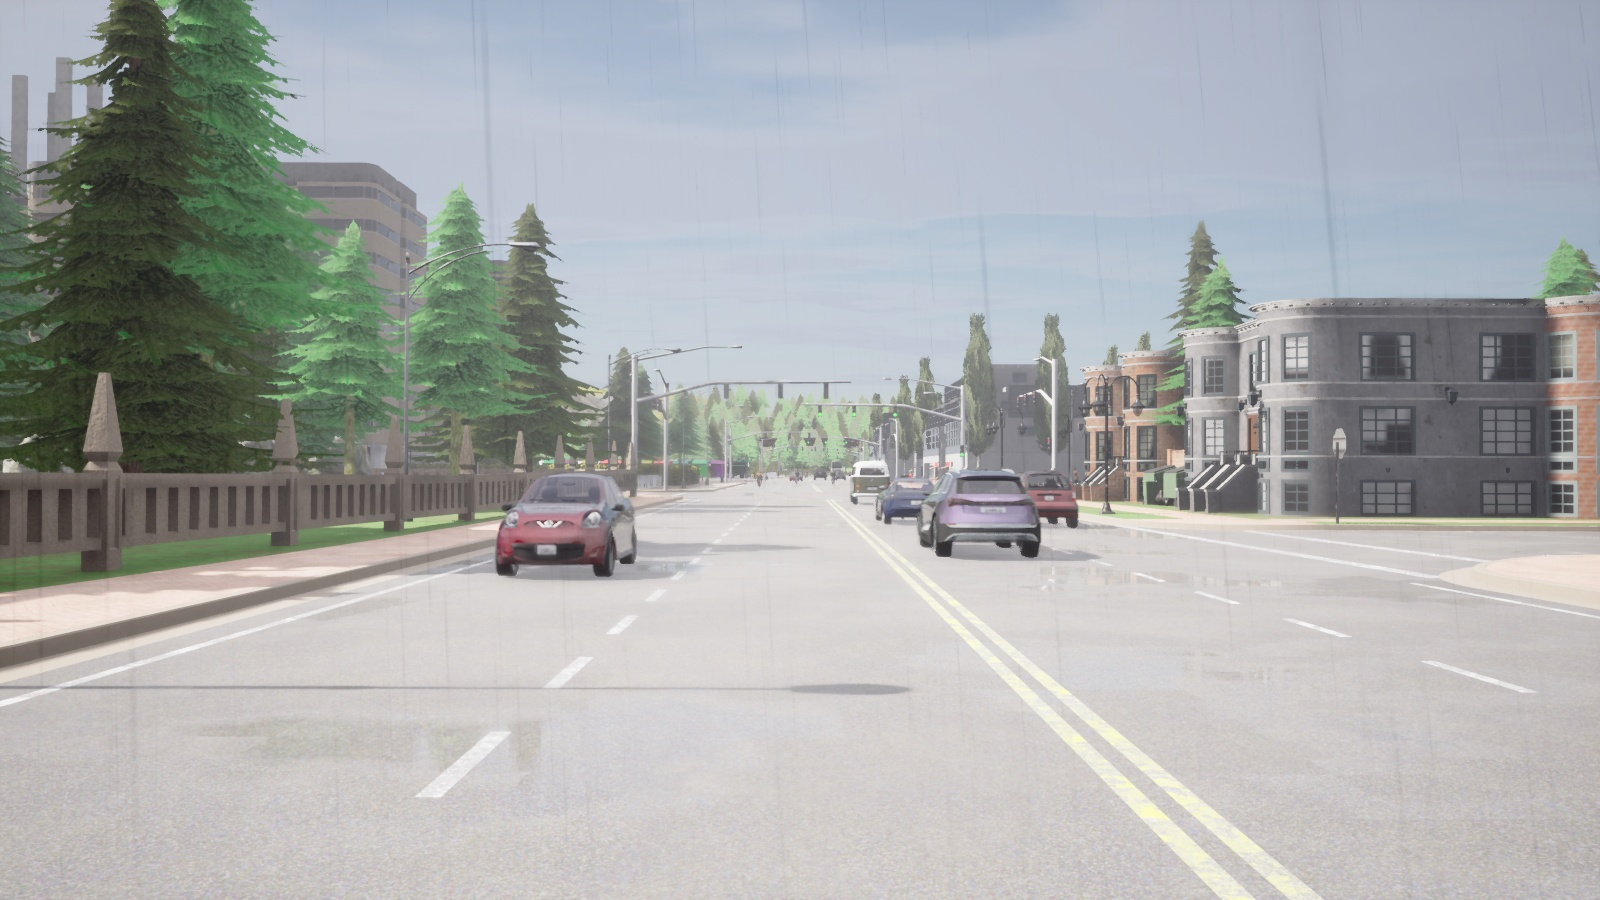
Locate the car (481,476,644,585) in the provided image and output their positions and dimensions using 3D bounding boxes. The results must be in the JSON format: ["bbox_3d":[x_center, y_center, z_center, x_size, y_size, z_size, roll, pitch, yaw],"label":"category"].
[{"bbox_3d":[-3.543,1.167,19.359,1.845,1.501,3.633,0,-1,0],"label":"car"}]

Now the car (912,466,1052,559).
[{"bbox_3d":[3.445,1.145,24.689,2.033,1.649,4.856,0,-1,0],"label":"car"}]

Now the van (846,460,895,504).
[{"bbox_3d":[3.364,1.538,60.482,2.069,2.038,4.480,0,-1,0],"label":"van"}]

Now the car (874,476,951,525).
[{"bbox_3d":[3.414,1.514,38.757,1.994,1.385,4.181,0,-1,0],"label":"car"}]

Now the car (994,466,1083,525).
[{"bbox_3d":[6.917,1.302,36.799,1.851,1.617,3.988,0,-1,0],"label":"car"}]
